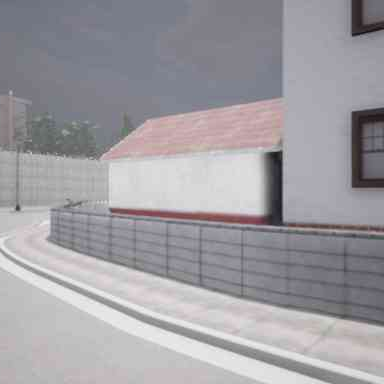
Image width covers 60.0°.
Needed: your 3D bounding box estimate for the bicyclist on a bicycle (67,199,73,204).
[{"bbox_3d":[-11.126,1.441,30.386,1.656,1.620,0.582,0,0,1],"label":"bicyclist on a bicycle"}]
